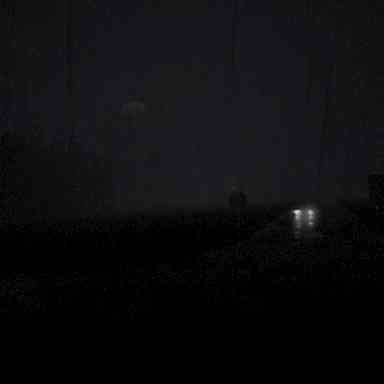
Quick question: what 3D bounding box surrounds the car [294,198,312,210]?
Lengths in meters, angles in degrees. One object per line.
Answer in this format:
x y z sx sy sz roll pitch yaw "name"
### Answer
13.814 1.473 41.129 1.812 1.442 4.674 -3 -1 21 "car"
